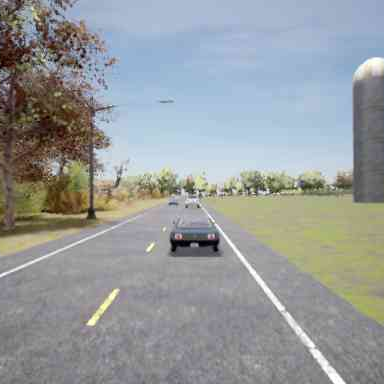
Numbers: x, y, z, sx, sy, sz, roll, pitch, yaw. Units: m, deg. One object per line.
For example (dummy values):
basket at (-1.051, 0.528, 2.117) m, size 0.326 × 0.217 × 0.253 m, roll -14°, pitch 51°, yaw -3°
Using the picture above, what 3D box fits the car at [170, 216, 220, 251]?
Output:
car at (0.103, 1.682, 14.476) m, size 1.895 × 1.301 × 4.718 m, roll 0°, pitch 0°, yaw 0°

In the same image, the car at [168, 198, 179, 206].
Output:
car at (-3.494, 1.888, 63.414) m, size 2.033 × 1.411 × 5.357 m, roll 0°, pitch 0°, yaw 0°

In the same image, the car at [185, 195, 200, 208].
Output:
car at (0.105, 1.521, 55.377) m, size 2.150 × 2.045 × 5.566 m, roll 0°, pitch 0°, yaw 0°
